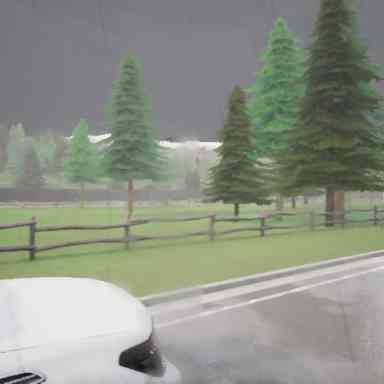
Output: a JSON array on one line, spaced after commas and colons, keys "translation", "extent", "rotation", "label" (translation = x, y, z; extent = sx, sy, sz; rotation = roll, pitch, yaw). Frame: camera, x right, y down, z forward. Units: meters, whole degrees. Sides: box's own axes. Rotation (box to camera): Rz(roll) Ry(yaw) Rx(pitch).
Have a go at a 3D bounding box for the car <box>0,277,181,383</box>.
[{"translation": [-2.742, 1.215, 1.791], "extent": [5.566, 2.045, 2.150], "rotation": [0, 0, -35], "label": "car"}]
